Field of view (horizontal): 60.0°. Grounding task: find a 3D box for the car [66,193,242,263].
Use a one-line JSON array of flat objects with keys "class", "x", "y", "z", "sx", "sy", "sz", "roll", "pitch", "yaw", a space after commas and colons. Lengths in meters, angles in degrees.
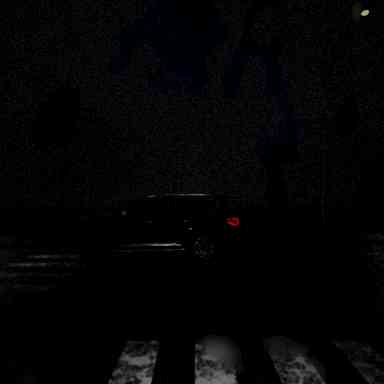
[{"class": "car", "x": -1.160, "y": 1.089, "z": 10.969, "sx": 5.566, "sy": 2.045, "sz": 2.150, "roll": -1, "pitch": 1, "yaw": 1}]
